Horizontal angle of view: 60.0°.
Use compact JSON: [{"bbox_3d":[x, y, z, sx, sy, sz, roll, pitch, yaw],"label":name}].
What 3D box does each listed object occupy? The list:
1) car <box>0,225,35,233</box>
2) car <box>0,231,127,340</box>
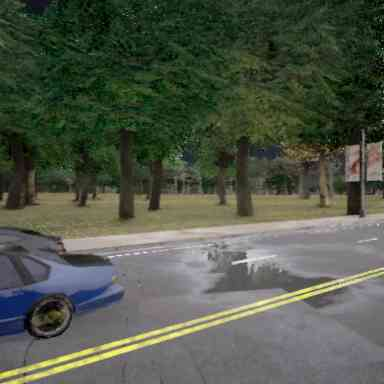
[{"bbox_3d":[-5.395,1.527,7.823,4.674,1.442,1.812,0,0,-36],"label":"car"},{"bbox_3d":[-3.741,1.548,5.012,5.357,1.411,2.033,0,0,-35],"label":"car"}]
